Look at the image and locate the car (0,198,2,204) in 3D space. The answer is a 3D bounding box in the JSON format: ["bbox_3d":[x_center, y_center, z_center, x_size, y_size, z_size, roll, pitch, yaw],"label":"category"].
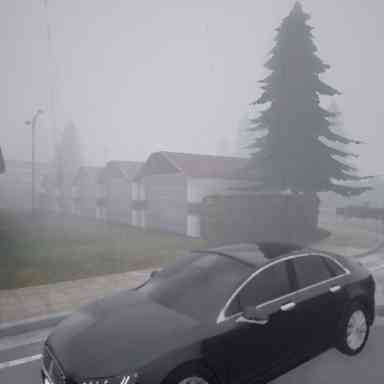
[{"bbox_3d":[-37.411,1.498,62.890,2.242,1.667,4.611,0,0,-36],"label":"car"}]

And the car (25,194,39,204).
[{"bbox_3d":[-30.281,1.332,62.691,1.905,1.878,3.866,0,0,-36],"label":"car"}]

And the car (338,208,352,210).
[{"bbox_3d":[11.814,1.265,21.748,1.895,1.301,4.718,0,0,-21],"label":"car"}]

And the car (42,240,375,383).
[{"bbox_3d":[0.625,1.502,4.507,4.892,1.490,1.837,-1,1,-36],"label":"car"}]
